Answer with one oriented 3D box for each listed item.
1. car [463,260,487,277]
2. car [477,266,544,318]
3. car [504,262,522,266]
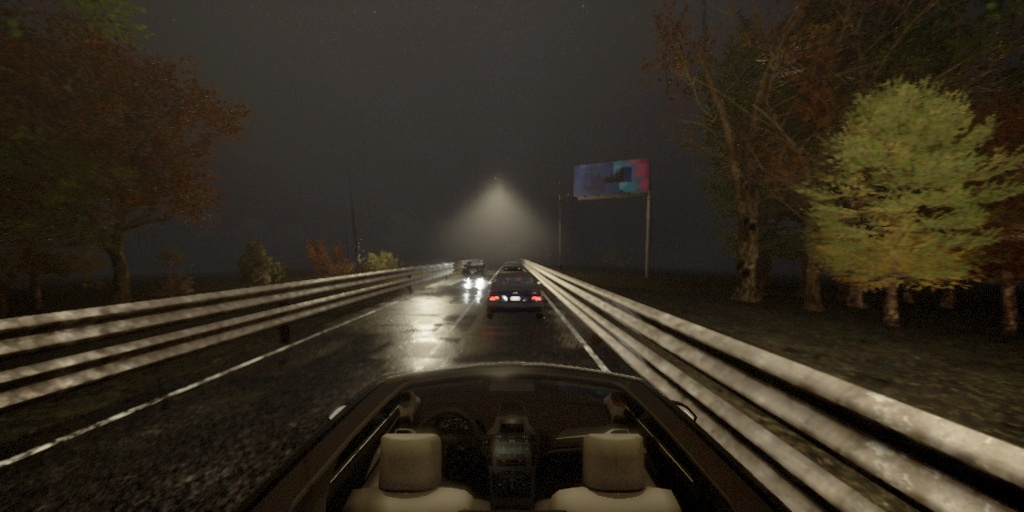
[{"bbox_3d":[-3.344,1.128,33.006,2.128,1.511,4.902,0,0,0],"label":"car"},{"bbox_3d":[0.092,1.257,12.803,2.033,1.411,5.357,0,0,0],"label":"car"},{"bbox_3d":[0.075,1.225,35.971,1.895,1.301,4.718,0,0,0],"label":"car"}]
